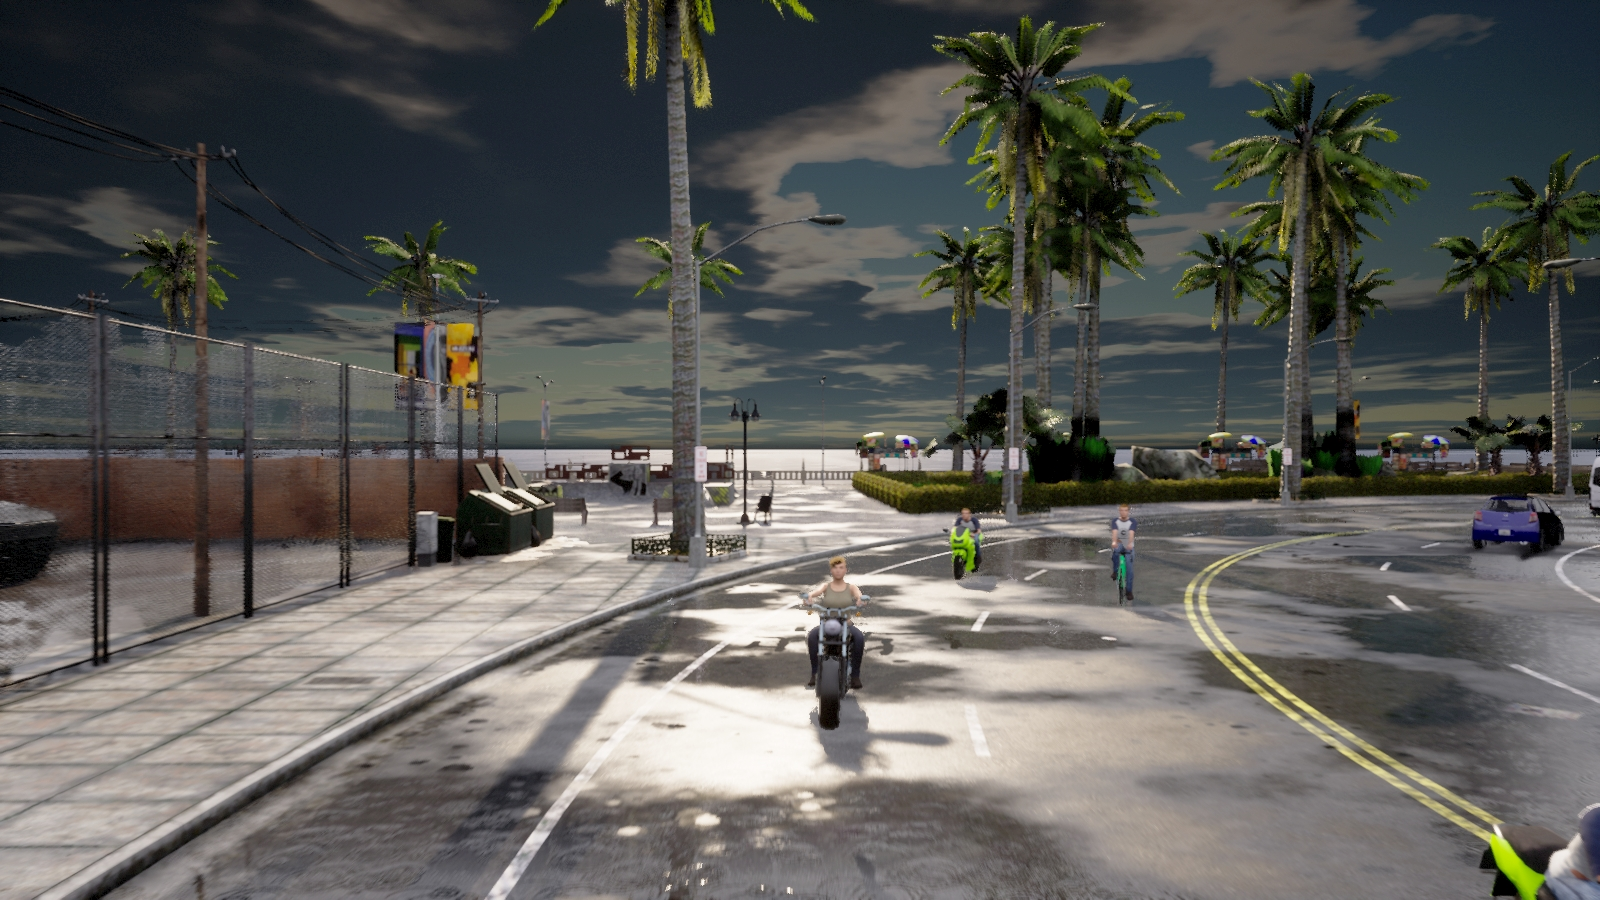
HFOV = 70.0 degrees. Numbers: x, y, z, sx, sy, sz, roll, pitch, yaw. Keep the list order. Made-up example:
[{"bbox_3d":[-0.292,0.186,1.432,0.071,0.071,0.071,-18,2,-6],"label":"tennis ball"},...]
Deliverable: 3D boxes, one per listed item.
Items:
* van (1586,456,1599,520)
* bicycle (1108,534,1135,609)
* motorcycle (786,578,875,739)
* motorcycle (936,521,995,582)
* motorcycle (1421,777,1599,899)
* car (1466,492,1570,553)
[{"bbox_3d":[34.907,1.521,46.662,5.915,2.561,1.988,0,0,-26],"label":"van"},{"bbox_3d":[5.904,2.199,20.948,0.373,1.196,1.643,1,1,19],"label":"bicycle"},{"bbox_3d":[0.374,2.165,12.335,0.764,1.277,2.356,1,0,6],"label":"motorcycle"},{"bbox_3d":[3.653,2.205,25.099,0.803,1.145,2.033,1,0,22],"label":"motorcycle"},{"bbox_3d":[3.502,2.211,4.710,0.803,1.145,2.033,0,0,1],"label":"motorcycle"},{"bbox_3d":[20.594,2.028,32.712,1.845,1.501,3.633,0,0,43],"label":"car"}]
